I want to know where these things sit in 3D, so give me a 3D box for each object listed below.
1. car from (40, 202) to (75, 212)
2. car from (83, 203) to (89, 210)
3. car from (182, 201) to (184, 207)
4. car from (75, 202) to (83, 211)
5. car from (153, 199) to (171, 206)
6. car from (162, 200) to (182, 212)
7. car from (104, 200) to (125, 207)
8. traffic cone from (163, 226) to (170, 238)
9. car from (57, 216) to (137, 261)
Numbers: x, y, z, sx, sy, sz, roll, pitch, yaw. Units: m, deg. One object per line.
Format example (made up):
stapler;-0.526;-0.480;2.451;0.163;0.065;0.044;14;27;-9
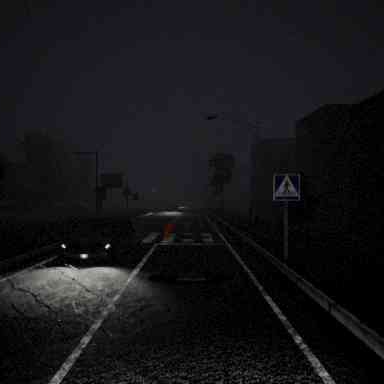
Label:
car;-21.862;2.448;53.368;4.674;1.452;2.002;0;-1;0
car;-21.849;2.551;59.917;5.008;1.535;2.097;0;-1;0
car;-3.066;3.233;89.446;2.128;1.511;4.902;0;-1;0
car;-21.849;2.481;56.644;4.892;1.521;2.231;0;-1;0
car;-8.646;3.324;94.265;4.892;1.521;2.231;0;-1;0
car;-3.245;2.475;54.463;2.128;1.511;4.902;0;-1;0
car;-21.735;3.252;91.543;5.008;1.535;2.097;0;-1;0
traffic cone;-1.369;2.138;17.774;0.340;0.580;0.340;0;-1;0
car;-3.345;1.643;12.950;2.033;1.411;5.357;0;-1;0
